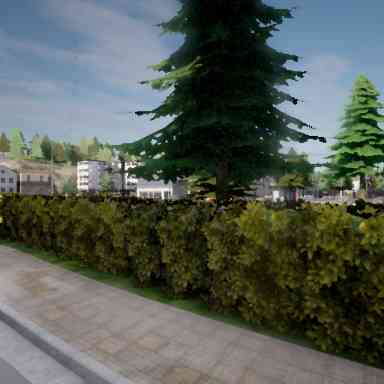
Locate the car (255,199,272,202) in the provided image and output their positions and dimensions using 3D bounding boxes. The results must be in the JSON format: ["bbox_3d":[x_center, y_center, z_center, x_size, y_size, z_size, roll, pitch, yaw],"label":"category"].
[{"bbox_3d":[9.885,1.478,44.371,5.008,1.535,1.882,0,0,-45],"label":"car"}]

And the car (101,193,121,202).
[{"bbox_3d":[-17.555,1.077,72.150,3.866,1.878,1.905,0,0,-45],"label":"car"}]

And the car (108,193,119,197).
[{"bbox_3d":[-15.228,1.097,70.363,4.605,1.855,1.932,0,0,-45],"label":"car"}]

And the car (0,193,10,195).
[{"bbox_3d":[-23.145,1.330,40.971,5.027,1.636,2.152,0,0,-45],"label":"car"}]

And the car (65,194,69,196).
[{"bbox_3d":[-31.230,1.232,85.648,3.806,1.475,1.970,0,0,-45],"label":"car"}]

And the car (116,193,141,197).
[{"bbox_3d":[-9.708,1.384,53.927,3.806,1.475,1.970,0,0,-45],"label":"car"}]

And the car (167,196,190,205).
[{"bbox_3d":[-2.321,1.374,56.991,3.633,1.501,1.845,0,0,-45],"label":"car"}]

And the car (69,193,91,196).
[{"bbox_3d":[-26.509,1.154,81.290,5.027,1.636,2.152,0,0,-45],"label":"car"}]

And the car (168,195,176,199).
[{"bbox_3d":[-1.373,1.221,38.340,5.566,2.045,2.150,0,0,-44],"label":"car"}]

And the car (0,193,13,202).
[{"bbox_3d":[-41.123,1.097,71.368,4.605,1.855,1.932,0,0,-45],"label":"car"}]
